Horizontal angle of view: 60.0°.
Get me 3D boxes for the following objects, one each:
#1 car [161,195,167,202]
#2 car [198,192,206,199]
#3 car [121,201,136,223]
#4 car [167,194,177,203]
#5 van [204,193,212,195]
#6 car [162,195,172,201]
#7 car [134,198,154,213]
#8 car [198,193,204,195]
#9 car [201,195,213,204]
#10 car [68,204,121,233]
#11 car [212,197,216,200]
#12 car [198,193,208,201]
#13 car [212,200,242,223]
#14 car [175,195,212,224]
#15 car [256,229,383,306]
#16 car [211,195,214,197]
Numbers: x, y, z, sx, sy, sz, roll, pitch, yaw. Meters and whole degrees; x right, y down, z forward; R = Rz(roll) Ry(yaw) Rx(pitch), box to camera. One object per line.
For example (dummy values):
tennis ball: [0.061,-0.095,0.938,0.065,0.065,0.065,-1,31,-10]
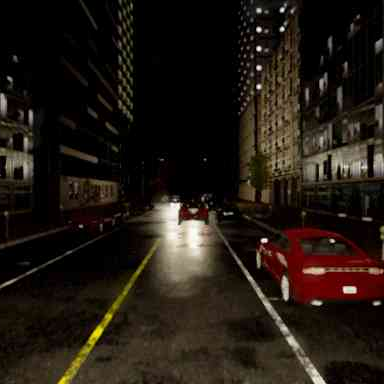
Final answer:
car: [-5.694,1.355,70.360,1.752,1.417,4.829,0,0,0]
car: [2.686,1.067,93.289,2.192,1.841,5.009,0,0,0]
car: [-5.691,1.534,24.990,1.802,1.307,4.206,0,0,0]
car: [-3.035,1.350,62.299,2.128,1.511,4.902,0,0,1]
van: [2.688,1.223,53.445,1.690,1.788,3.998,0,0,0]
car: [-5.695,1.361,76.224,2.008,1.369,4.403,0,0,0]
car: [-5.691,1.470,36.375,1.887,1.381,4.507,0,0,0]
car: [0.095,1.266,41.147,2.097,1.767,4.553,0,0,0]
car: [2.688,1.305,59.137,1.967,1.590,4.097,0,0,0]
car: [-5.690,1.509,19.297,1.887,1.381,4.507,0,0,0]
car: [2.689,1.492,36.368,1.947,1.339,4.313,0,0,0]
car: [2.687,1.106,81.905,2.192,1.841,5.009,0,0,0]
car: [2.690,1.518,24.983,1.947,1.339,4.313,0,0,0]
car: [0.098,1.306,24.191,2.097,1.767,4.553,0,0,0]
car: [2.692,1.532,7.907,1.887,1.381,4.507,0,0,0]
car: [2.688,1.463,47.752,1.947,1.339,4.313,0,0,0]
